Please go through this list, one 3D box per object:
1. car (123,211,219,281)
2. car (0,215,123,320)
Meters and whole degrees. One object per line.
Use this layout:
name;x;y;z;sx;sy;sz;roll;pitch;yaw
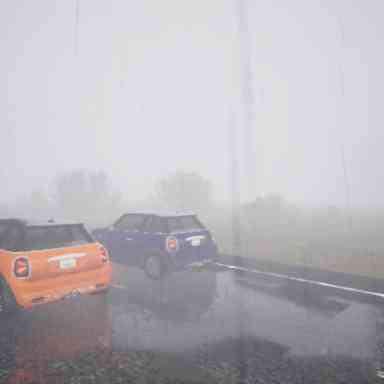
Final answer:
car;-1.442;1.354;10.196;4.553;1.767;2.097;0;0;43
car;-3.853;1.359;7.660;4.553;1.767;2.097;0;0;43
